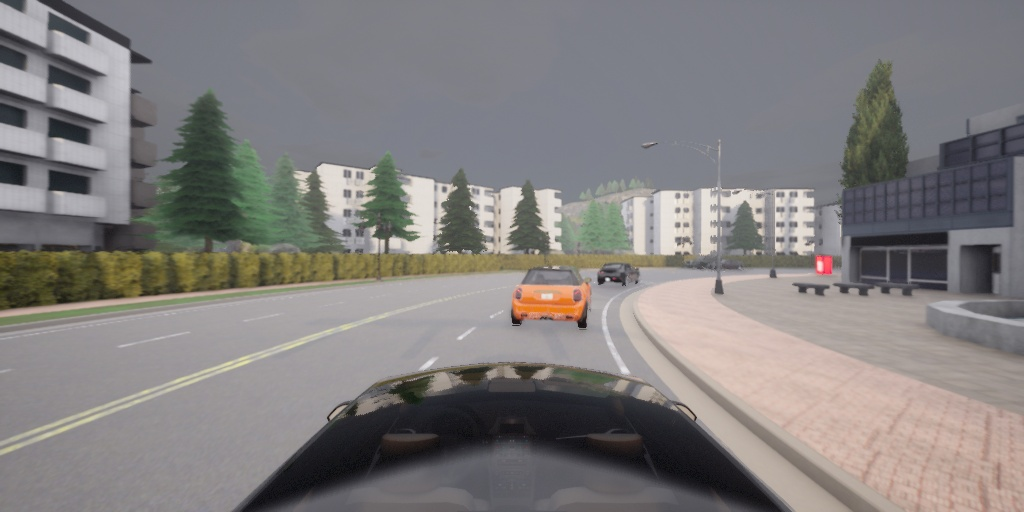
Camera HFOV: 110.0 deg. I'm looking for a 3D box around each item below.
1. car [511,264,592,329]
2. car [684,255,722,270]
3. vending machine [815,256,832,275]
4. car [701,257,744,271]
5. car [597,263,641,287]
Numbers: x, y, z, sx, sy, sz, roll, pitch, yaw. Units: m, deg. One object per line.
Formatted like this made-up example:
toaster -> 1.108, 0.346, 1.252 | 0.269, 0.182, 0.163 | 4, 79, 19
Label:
car -> 1.425, 1.074, 11.489 | 2.097, 1.767, 4.553 | 0, 0, 14
car -> 26.919, 0.898, 50.099 | 5.566, 2.045, 2.150 | 0, 0, -14
vending machine -> 31.176, 0.934, 35.885 | 0.880, 2.100, 1.100 | 0, 0, -13
car -> 27.717, 1.195, 46.606 | 4.892, 1.490, 1.837 | 0, 0, -14
car -> 7.362, 1.205, 24.468 | 1.837, 1.490, 4.892 | 0, 0, 34
